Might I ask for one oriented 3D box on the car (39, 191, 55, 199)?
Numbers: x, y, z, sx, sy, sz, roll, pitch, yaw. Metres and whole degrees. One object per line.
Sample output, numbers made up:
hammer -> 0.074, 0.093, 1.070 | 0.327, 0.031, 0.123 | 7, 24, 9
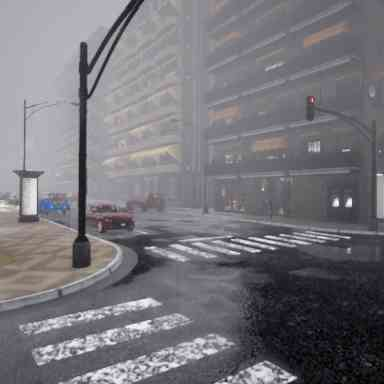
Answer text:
car -> -27.807, 0.543, 63.774 | 1.752, 1.417, 4.829 | 2, 0, -36

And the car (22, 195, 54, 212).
car -> -14.536, 1.003, 31.245 | 1.887, 1.381, 4.507 | 2, 0, -36

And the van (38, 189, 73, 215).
van -> -11.205, 0.887, 26.668 | 1.690, 1.788, 3.998 | 2, 0, -36

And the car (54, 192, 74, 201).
car -> -21.059, 0.762, 54.482 | 1.947, 1.339, 4.313 | 2, 0, -36

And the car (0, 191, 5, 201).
car -> -27.830, 0.547, 49.552 | 1.967, 1.590, 4.097 | 2, 0, -36

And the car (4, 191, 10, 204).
car -> -21.085, 0.810, 40.261 | 1.752, 1.417, 4.829 | 2, 0, -36

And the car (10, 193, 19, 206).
car -> -17.860, 0.915, 35.822 | 1.887, 1.381, 4.507 | 2, 0, -36

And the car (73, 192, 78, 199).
car -> -17.731, 0.724, 49.906 | 1.967, 1.590, 4.097 | 2, 0, -36

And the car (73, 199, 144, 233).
car -> -4.563, 1.267, 17.515 | 1.887, 1.381, 4.507 | 2, 0, -36

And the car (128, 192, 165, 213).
car -> -4.430, 0.951, 31.600 | 2.192, 1.841, 5.009 | 2, 0, -36

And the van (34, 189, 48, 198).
van -> -31.026, 0.274, 68.213 | 1.690, 1.788, 3.998 | 2, 0, -36
